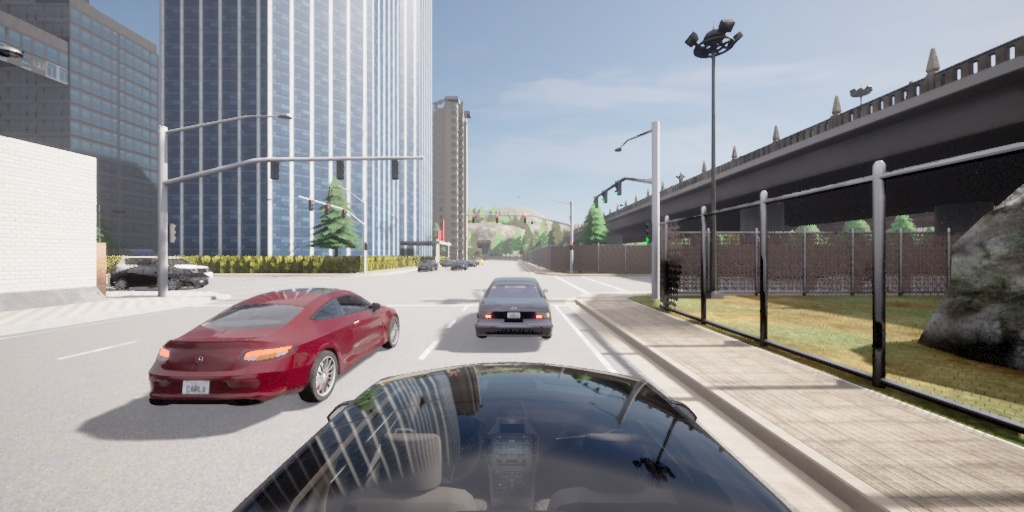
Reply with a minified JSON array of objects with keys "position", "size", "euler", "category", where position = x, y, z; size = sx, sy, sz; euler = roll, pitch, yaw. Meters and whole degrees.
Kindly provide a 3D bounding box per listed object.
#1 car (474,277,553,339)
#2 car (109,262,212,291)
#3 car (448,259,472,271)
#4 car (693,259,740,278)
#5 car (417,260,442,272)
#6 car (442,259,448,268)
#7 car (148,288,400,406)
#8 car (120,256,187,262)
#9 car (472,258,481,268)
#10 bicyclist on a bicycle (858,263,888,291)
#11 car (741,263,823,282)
[{"position":[0.078,1.295,10.052],"size":[2.033,1.411,5.357],"euler":[0,0,1],"category":"car"},{"position":[-21.384,1.277,21.829],"size":[5.008,1.535,1.882],"euler":[0,0,0],"category":"car"},{"position":[-7.186,1.298,49.565],"size":[1.994,1.385,4.181],"euler":[0,0,0],"category":"car"},{"position":[18.970,1.147,32.715],"size":[4.553,1.767,2.097],"euler":[0,0,0],"category":"car"},{"position":[-10.685,1.236,45.783],"size":[1.837,1.490,4.892],"euler":[0,1,0],"category":"car"},{"position":[-10.693,1.256,60.100],"size":[1.812,1.442,4.674],"euler":[0,0,0],"category":"car"},{"position":[-3.450,1.274,6.231],"size":[1.812,1.442,4.674],"euler":[0,0,0],"category":"car"},{"position":[-24.542,1.019,25.329],"size":[5.566,2.045,2.150],"euler":[0,0,0],"category":"car"},{"position":[-7.178,1.278,62.264],"size":[2.033,1.411,5.357],"euler":[0,0,0],"category":"car"},{"position":[18.264,1.101,18.231],"size":[0.582,1.620,1.656],"euler":[0,0,0],"category":"bicyclist on a bicycle"},{"position":[22.095,1.344,29.230],"size":[5.357,1.411,2.033],"euler":[0,0,0],"category":"car"}]
